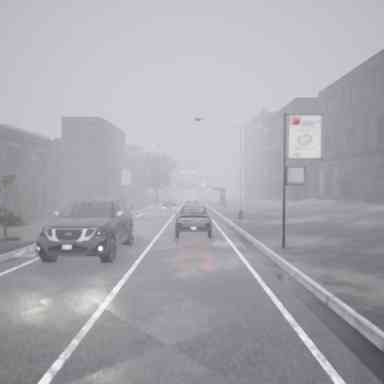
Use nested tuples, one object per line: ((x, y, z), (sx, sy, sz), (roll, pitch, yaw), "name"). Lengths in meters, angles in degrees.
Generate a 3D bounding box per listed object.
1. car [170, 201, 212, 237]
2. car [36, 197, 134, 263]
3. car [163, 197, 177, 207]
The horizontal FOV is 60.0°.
((0.068, 1.488, 18.032), (2.128, 1.511, 4.902), (0, 0, 0), "car")
((-3.565, 1.217, 12.265), (2.150, 2.045, 5.566), (0, 0, 0), "car")
((-3.468, 1.564, 53.165), (1.882, 1.535, 5.008), (0, 0, 0), "car")
